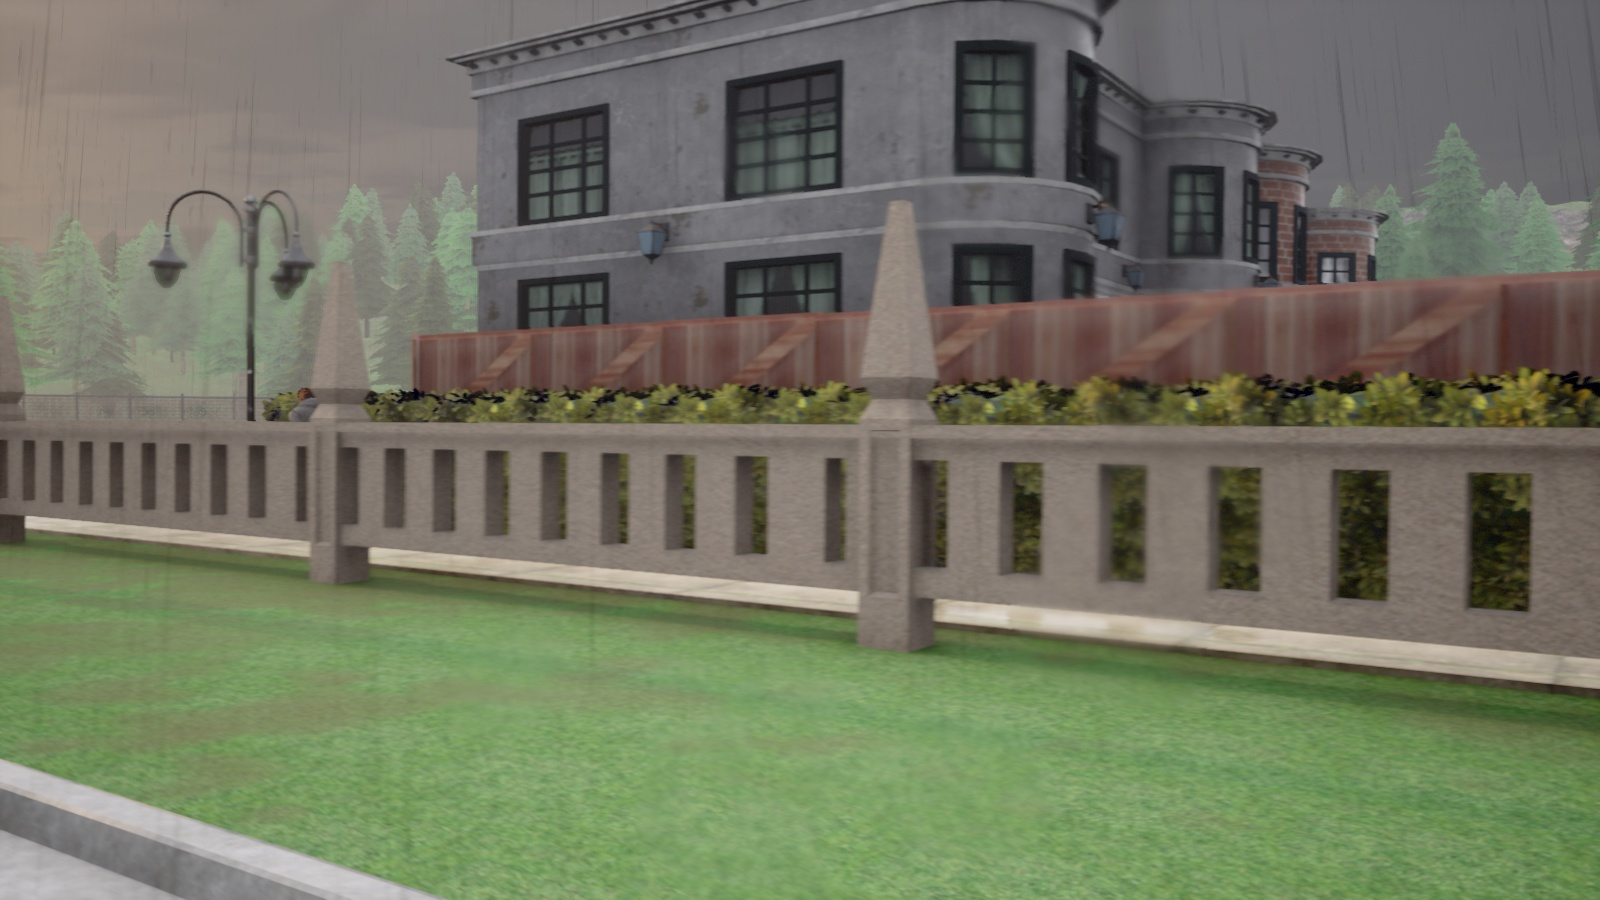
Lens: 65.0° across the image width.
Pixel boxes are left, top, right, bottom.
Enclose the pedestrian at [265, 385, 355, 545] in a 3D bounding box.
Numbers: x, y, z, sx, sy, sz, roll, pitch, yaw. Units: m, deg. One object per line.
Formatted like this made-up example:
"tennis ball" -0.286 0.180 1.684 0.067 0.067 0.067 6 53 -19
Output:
"pedestrian" -6.172 0.180 15.817 0.873 1.952 0.659 0 1 37
